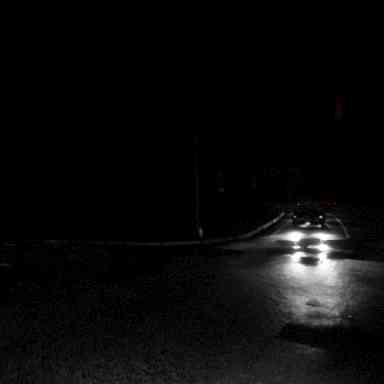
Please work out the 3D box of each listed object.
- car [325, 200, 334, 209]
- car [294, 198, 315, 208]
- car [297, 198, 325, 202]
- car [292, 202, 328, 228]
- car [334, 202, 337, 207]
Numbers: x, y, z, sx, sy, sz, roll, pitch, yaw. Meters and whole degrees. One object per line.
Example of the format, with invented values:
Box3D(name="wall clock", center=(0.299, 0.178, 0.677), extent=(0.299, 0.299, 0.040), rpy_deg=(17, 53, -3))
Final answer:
Box3D(name="car", center=(19.147, 1.824, 49.632), extent=(1.994, 1.385, 4.181), rpy_deg=(-1, -1, 5))
Box3D(name="car", center=(19.937, 1.921, 59.095), extent=(1.882, 1.535, 5.008), rpy_deg=(-1, -1, -1))
Box3D(name="car", center=(10.654, 1.511, 30.056), extent=(1.812, 1.442, 4.674), rpy_deg=(-1, -1, 18))
Box3D(name="car", center=(7.536, 1.521, 21.371), extent=(1.895, 1.301, 4.718), rpy_deg=(-1, -1, 22))
Box3D(name="car", center=(23.405, 1.958, 57.959), extent=(1.895, 1.301, 4.718), rpy_deg=(-1, -1, 2))
